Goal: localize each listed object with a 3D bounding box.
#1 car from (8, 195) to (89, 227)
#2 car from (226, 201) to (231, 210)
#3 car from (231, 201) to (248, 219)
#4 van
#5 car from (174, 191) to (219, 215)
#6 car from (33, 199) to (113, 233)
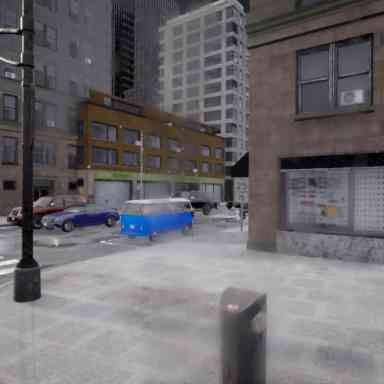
[{"bbox_3d":[-8.399,1.123,20.372,2.192,1.841,5.009,1,1,35],"label":"car"},{"bbox_3d":[5.458,1.178,35.369,1.895,1.301,4.718,1,1,36],"label":"car"},{"bbox_3d":[5.036,1.280,24.614,2.008,1.369,4.403,1,1,35],"label":"car"},{"bbox_3d":[-1.439,1.208,15.451,1.690,1.788,3.998,1,1,35],"label":"van"},{"bbox_3d":[-0.405,0.924,27.082,2.150,2.045,5.566,0,1,35],"label":"car"},{"bbox_3d":[-6.177,1.351,18.926,1.812,1.442,4.674,0,1,35],"label":"car"}]
